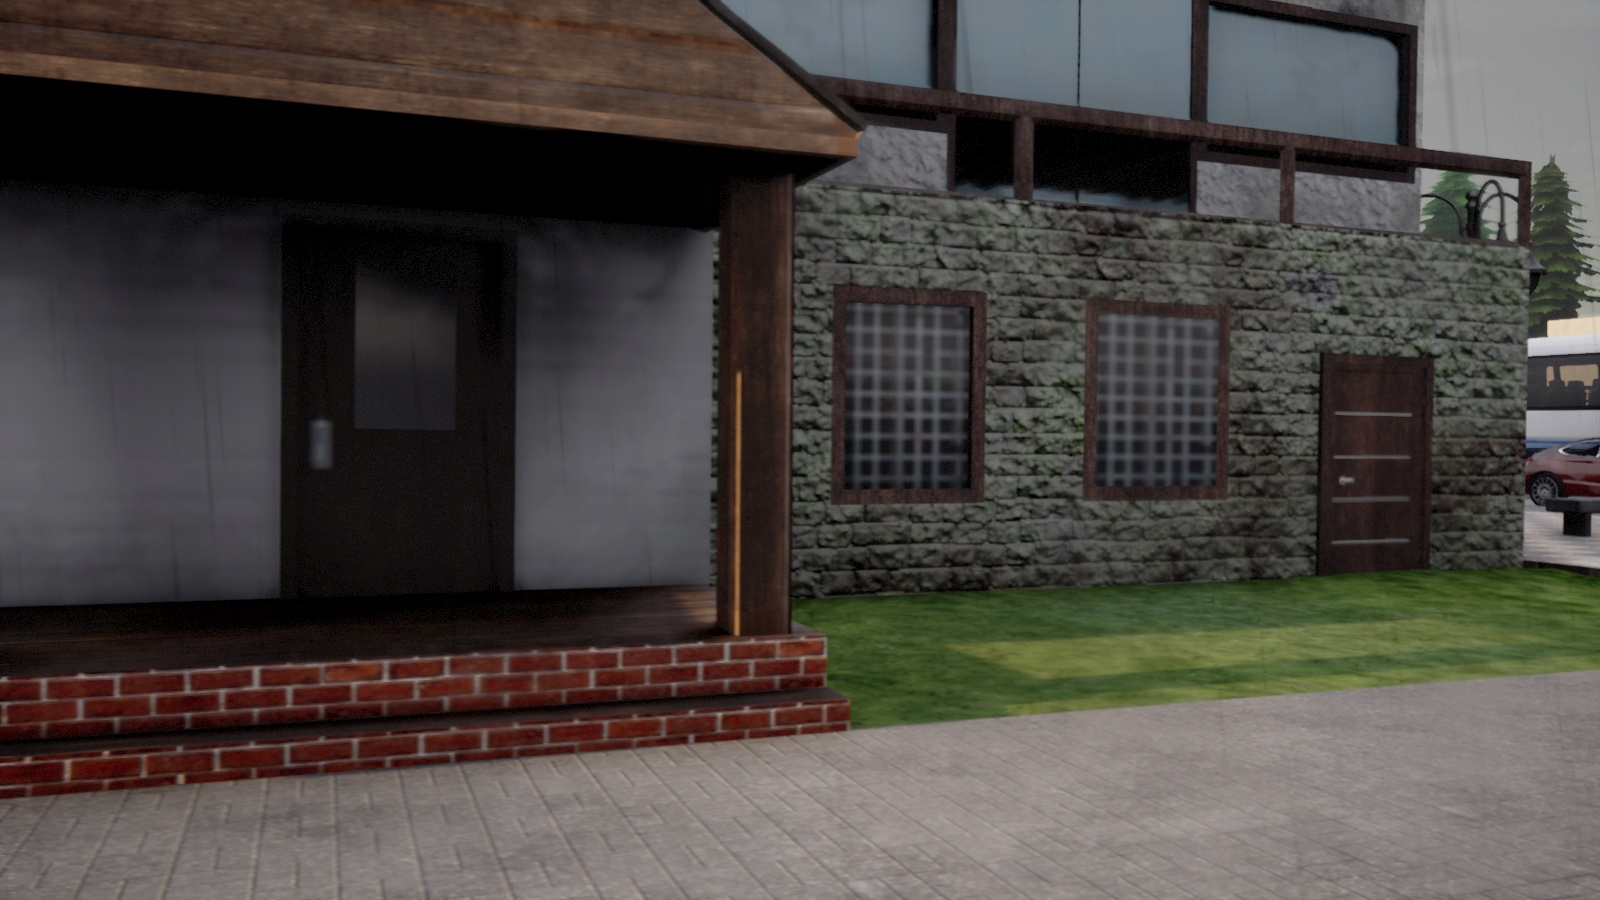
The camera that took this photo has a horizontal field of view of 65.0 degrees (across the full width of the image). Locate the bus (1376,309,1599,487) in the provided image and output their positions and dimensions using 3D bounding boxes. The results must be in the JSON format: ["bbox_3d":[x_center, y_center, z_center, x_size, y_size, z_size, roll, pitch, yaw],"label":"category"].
[{"bbox_3d":[20.316,-1.283,32.316,3.944,4.253,10.273,-1,1,-20],"label":"bus"}]

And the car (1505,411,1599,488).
[{"bbox_3d":[18.227,-0.025,27.090,2.152,1.651,5.027,-1,1,-21],"label":"car"}]
